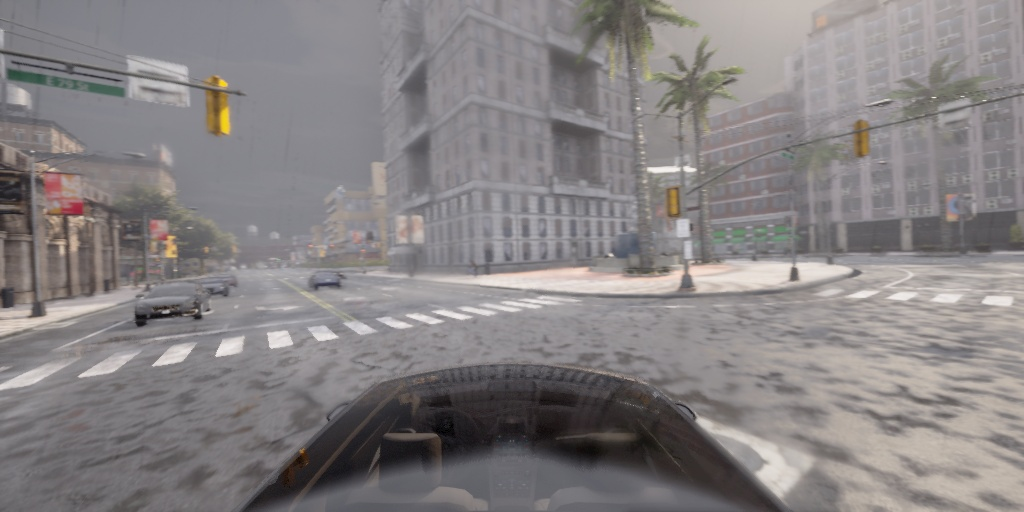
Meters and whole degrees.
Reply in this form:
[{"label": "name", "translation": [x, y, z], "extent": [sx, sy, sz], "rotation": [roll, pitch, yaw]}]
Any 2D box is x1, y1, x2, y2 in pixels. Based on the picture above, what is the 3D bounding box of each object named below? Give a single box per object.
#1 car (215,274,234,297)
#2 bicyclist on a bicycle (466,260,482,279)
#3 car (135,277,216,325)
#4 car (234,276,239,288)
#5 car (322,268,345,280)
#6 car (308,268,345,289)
[{"label": "car", "translation": [-21.002, 2.176, 25.029], "extent": [1.994, 1.385, 4.181], "rotation": [-2, 0, -35]}, {"label": "bicyclist on a bicycle", "translation": [-3.304, 1.166, 31.090], "extent": [1.656, 1.620, 0.582], "rotation": [-3, 0, -35]}, {"label": "car", "translation": [-13.884, 1.826, 14.908], "extent": [1.837, 1.490, 4.892], "rotation": [-2, 0, -35]}, {"label": "car", "translation": [-28.540, 2.484, 35.720], "extent": [1.994, 1.385, 4.181], "rotation": [-2, 0, -35]}, {"label": "car", "translation": [-23.121, 2.286, 46.407], "extent": [1.895, 1.301, 4.718], "rotation": [-2, 0, -35]}, {"label": "car", "translation": [-15.745, 1.952, 30.050], "extent": [1.994, 1.385, 4.181], "rotation": [-2, 0, -35]}]
